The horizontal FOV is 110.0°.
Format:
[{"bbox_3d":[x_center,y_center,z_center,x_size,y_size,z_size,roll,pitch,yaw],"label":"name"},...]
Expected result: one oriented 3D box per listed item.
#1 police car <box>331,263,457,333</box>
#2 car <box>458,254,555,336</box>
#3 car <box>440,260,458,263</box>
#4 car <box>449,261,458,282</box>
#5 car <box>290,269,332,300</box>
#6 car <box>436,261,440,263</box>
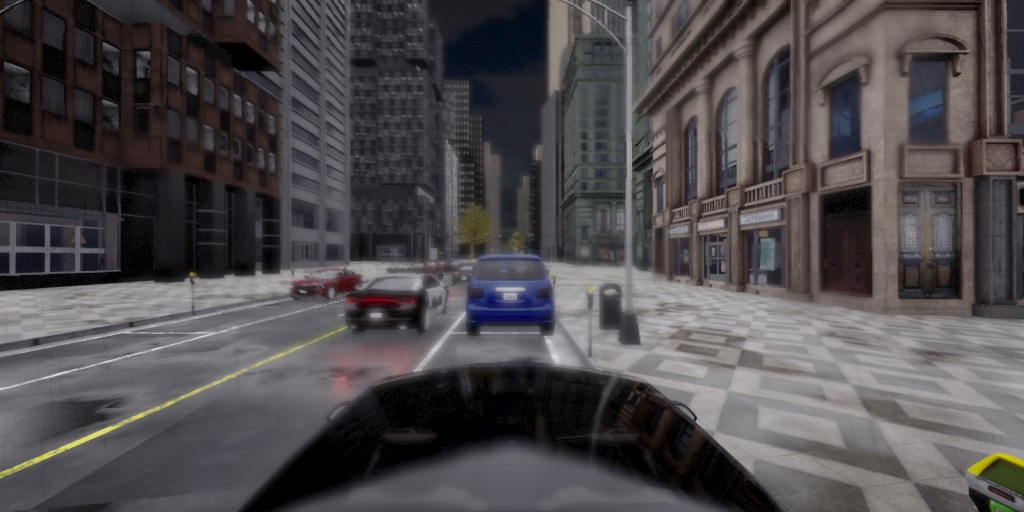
[{"bbox_3d":[-3.144,1.175,10.880,1.930,1.638,5.238,0,0,0],"label":"police car"},{"bbox_3d":[-0.039,0.979,10.530,2.150,2.045,5.566,0,0,0],"label":"car"},{"bbox_3d":[-6.223,1.231,39.614,1.882,1.535,5.008,0,0,0],"label":"car"},{"bbox_3d":[-3.072,1.278,25.453,1.812,1.442,4.674,0,0,0],"label":"car"},{"bbox_3d":[-8.919,1.296,17.578,1.888,1.381,4.507,0,0,0],"label":"car"},{"bbox_3d":[-8.923,1.298,39.680,1.888,1.381,4.507,0,0,0],"label":"car"}]
